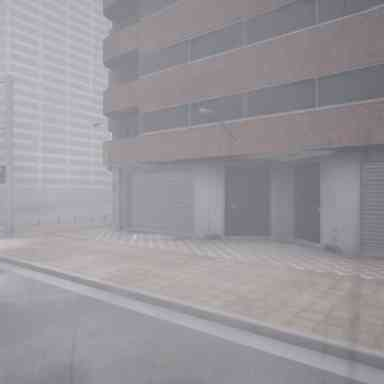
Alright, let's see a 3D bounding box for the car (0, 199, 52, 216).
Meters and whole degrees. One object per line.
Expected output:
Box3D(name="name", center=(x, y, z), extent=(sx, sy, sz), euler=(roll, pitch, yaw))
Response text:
Box3D(name="car", center=(-16.493, 1.504, 33.145), extent=(1.837, 1.490, 4.892), euler=(0, 0, 37))
